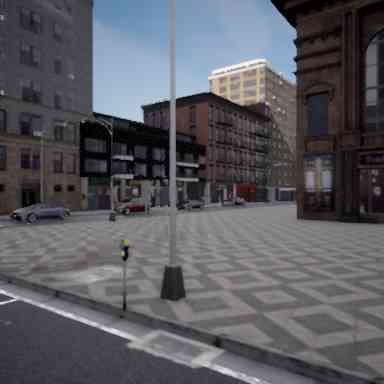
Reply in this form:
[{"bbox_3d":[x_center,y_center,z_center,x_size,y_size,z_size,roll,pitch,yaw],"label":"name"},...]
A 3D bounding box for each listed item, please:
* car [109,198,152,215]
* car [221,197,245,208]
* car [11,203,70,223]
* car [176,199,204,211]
[{"bbox_3d":[-6.148,1.357,33.501,2.097,1.767,4.553,0,0,36],"label":"car"},{"bbox_3d":[6.284,1.517,50.288,2.128,1.511,4.902,0,0,37],"label":"car"},{"bbox_3d":[-11.733,1.563,25.926,1.994,1.385,4.181,0,0,36],"label":"car"},{"bbox_3d":[-0.292,1.576,41.444,1.994,1.385,4.181,0,0,36],"label":"car"}]
